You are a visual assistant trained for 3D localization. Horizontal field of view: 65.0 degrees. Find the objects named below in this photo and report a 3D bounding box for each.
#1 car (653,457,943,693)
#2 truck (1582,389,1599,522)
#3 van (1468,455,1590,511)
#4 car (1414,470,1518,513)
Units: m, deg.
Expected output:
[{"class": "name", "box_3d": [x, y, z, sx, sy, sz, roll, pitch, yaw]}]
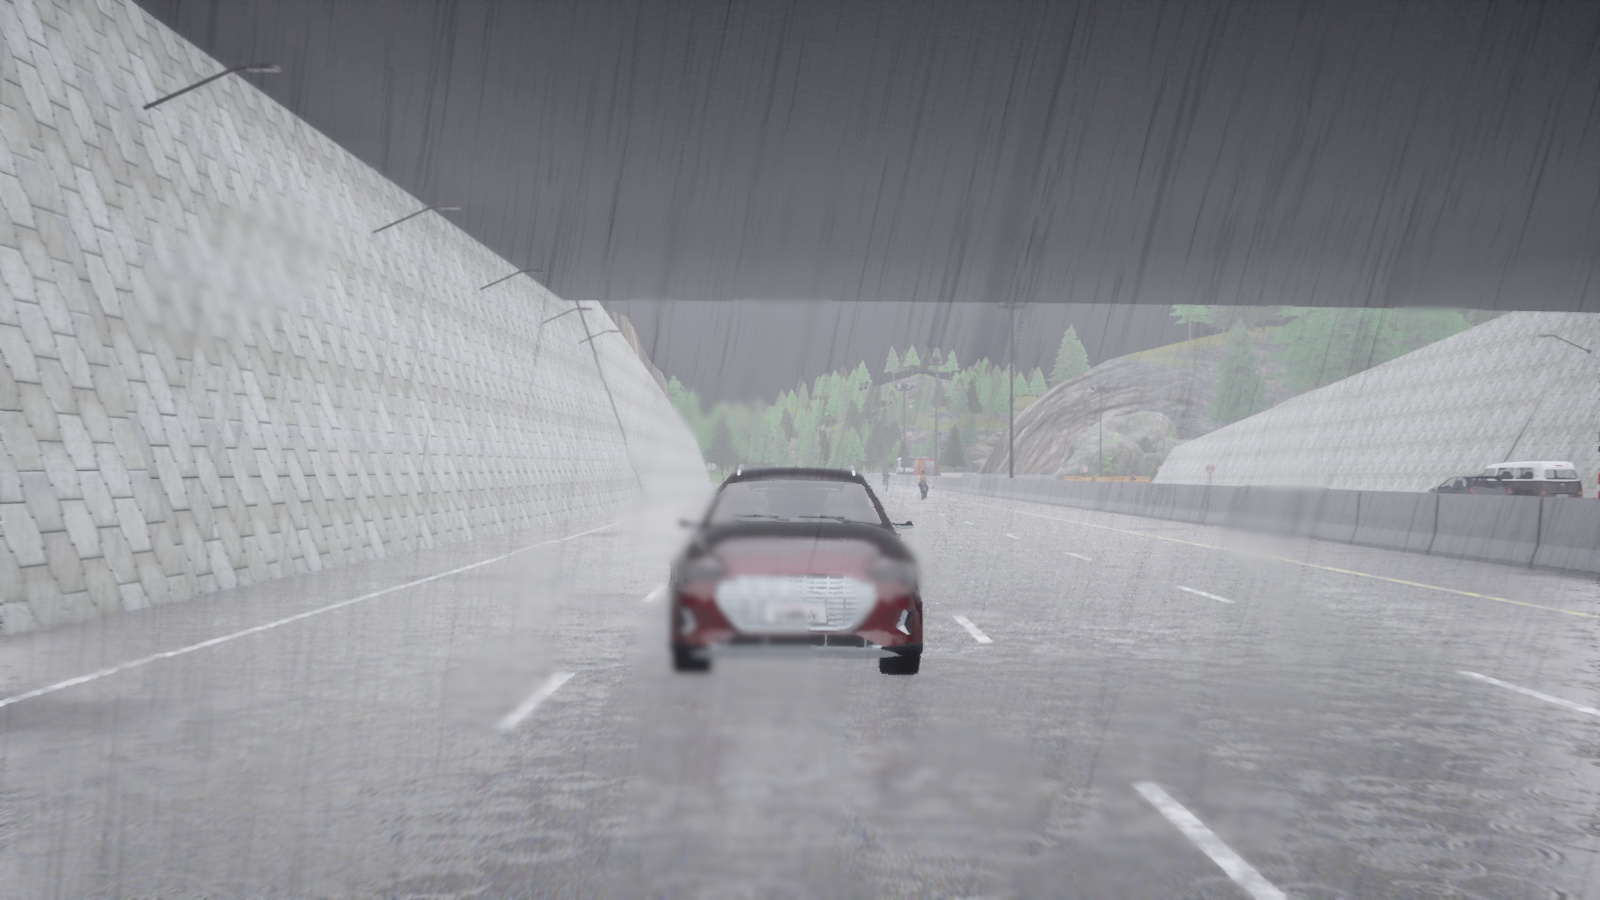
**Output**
[{"class": "car", "box_3d": [-0.028, 0.935, 11.248, 2.033, 1.649, 4.856, 0, -1, 0]}, {"class": "truck", "box_3d": [24.416, 0.098, 32.596, 2.891, 3.827, 8.468, 0, -1, 0]}, {"class": "van", "box_3d": [27.868, 1.233, 48.200, 2.069, 2.038, 4.480, 0, -1, 0]}, {"class": "car", "box_3d": [24.377, 1.503, 46.086, 1.845, 1.501, 3.633, 0, -1, 0]}]
